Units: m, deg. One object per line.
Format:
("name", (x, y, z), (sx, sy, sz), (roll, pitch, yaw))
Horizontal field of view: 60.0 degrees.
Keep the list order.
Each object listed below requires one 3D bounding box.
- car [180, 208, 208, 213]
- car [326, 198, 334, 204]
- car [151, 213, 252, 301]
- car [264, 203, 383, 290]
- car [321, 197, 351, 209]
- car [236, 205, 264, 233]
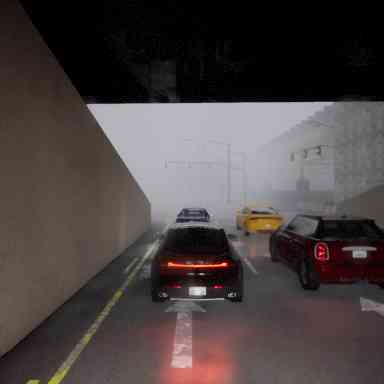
("car", (0.102, 1.547, 18.050), (2.033, 1.411, 5.357), (0, 0, 3))
("car", (17.616, 1.453, 40.596), (4.974, 1.542, 2.038), (0, 0, -45))
("car", (0.106, 1.505, 8.304), (1.837, 1.490, 4.892), (0, 0, 0))
("car", (3.599, 1.352, 9.238), (2.097, 1.767, 4.553), (0, 0, 0))
("car", (17.653, 1.295, 40.633), (4.536, 1.218, 1.853), (0, 0, -45))
("car", (3.633, 1.478, 18.429), (1.882, 1.535, 5.008), (0, 0, 0))
